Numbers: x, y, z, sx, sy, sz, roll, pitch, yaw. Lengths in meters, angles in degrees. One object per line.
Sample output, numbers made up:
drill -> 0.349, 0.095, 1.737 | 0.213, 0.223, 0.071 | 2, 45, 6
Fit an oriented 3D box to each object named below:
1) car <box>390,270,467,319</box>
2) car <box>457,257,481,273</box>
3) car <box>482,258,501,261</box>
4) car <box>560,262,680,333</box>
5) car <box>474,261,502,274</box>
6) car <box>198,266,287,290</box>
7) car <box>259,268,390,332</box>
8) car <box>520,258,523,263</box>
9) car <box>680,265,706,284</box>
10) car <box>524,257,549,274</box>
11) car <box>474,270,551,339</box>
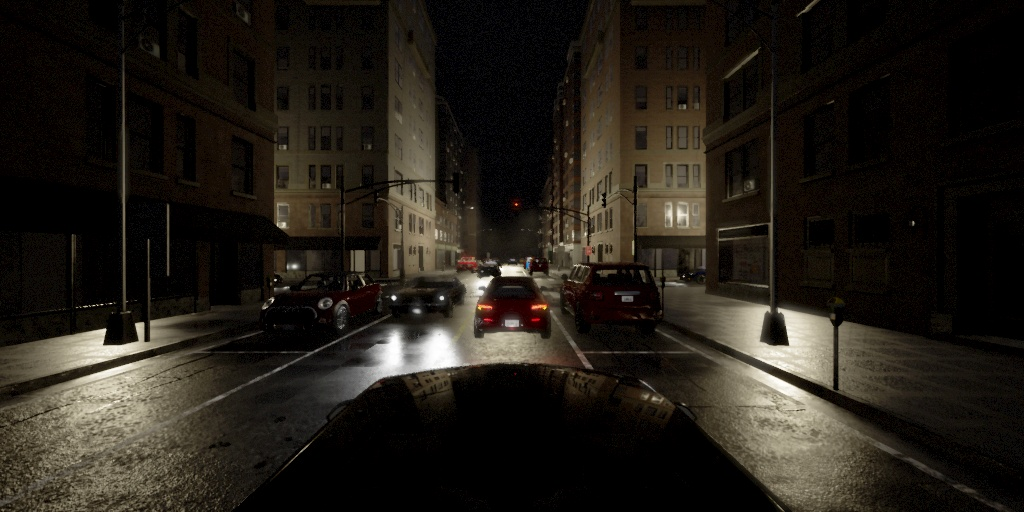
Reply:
car -> -2.834, 1.350, 12.962 | 1.895, 1.301, 4.718 | 0, 0, 0
car -> -5.342, 1.062, 43.178 | 2.192, 1.841, 5.009 | 0, 0, 0
car -> -2.769, 1.294, 45.702 | 2.033, 1.411, 5.357 | 0, 0, 0
car -> 2.652, 1.064, 10.604 | 2.192, 1.841, 5.009 | 0, 0, 0
car -> -2.062, 1.350, 31.750 | 1.895, 1.301, 4.718 | 0, 0, -10
car -> -17.077, 1.362, 22.858 | 4.181, 1.385, 1.994 | 0, 0, 0
car -> -5.373, 1.190, 10.619 | 1.967, 1.591, 4.097 | 0, 0, 0
car -> 2.784, 1.061, 54.172 | 2.192, 1.841, 5.009 | 0, 0, 0
car -> 14.289, 1.271, 25.679 | 4.181, 1.385, 1.994 | 0, 0, -1
car -> 2.766, 1.063, 37.660 | 2.192, 1.841, 5.009 | 0, 0, 0
car -> 0.021, 1.276, 9.960 | 1.812, 1.442, 4.674 | 0, 0, 1
